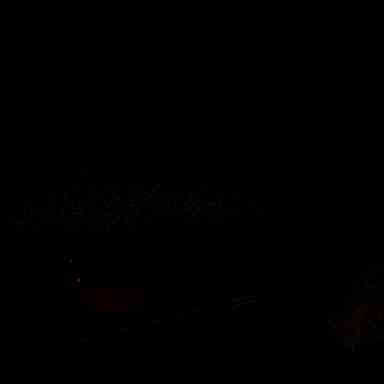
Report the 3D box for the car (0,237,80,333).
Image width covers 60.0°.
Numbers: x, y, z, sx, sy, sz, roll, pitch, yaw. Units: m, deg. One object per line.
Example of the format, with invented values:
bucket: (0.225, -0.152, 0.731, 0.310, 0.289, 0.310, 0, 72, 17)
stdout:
car: (-4.326, 1.495, 5.206, 4.902, 1.511, 2.128, 0, 0, -35)
